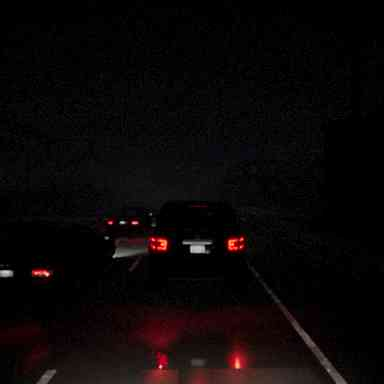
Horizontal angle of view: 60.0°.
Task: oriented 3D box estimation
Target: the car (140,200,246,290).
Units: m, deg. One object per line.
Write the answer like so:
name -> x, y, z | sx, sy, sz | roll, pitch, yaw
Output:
car -> 0.098, 1.219, 9.232 | 2.150, 2.045, 5.566 | 0, 0, 0

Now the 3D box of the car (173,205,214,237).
car -> 0.097, 1.543, 19.163 | 2.033, 1.411, 5.357 | 0, 0, 0

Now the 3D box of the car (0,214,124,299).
car -> -3.408, 1.545, 8.602 | 2.033, 1.411, 5.357 | 0, 0, 0

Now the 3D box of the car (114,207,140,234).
car -> -3.405, 1.543, 18.765 | 2.033, 1.411, 5.357 | 0, 0, 0
